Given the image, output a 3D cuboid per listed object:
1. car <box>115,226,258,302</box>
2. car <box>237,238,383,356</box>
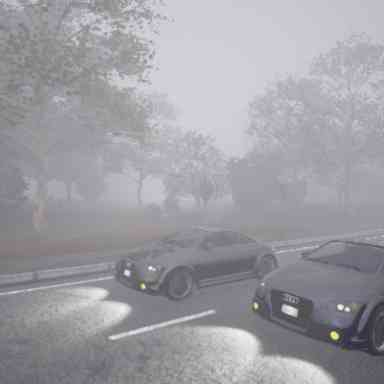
[{"bbox_3d":[0.228,1.590,8.394,4.181,1.385,1.994,0,0,-35],"label":"car"},{"bbox_3d":[3.101,1.594,6.131,4.181,1.385,1.994,0,0,-35],"label":"car"}]
